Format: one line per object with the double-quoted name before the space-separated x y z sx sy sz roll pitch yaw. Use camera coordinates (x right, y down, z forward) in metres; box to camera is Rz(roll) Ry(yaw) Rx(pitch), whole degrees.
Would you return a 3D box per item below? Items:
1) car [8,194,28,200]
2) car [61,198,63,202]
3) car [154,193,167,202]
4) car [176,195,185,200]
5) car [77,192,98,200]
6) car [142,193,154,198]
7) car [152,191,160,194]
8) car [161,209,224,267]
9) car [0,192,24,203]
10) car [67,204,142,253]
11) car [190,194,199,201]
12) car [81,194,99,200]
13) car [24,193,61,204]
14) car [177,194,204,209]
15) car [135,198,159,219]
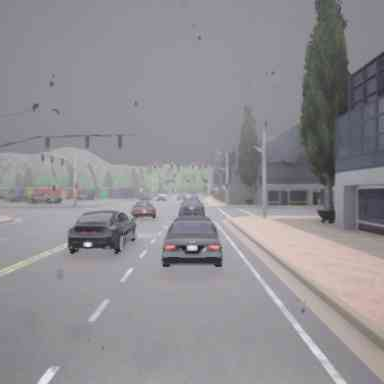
"car" -42.384 1.229 81.042 3.905 1.438 1.784 0 0 0
"car" -24.908 1.059 58.529 3.866 1.878 1.905 0 0 0
"car" -6.707 1.419 73.906 2.033 1.411 5.357 0 0 2
"car" -2.885 1.409 86.066 1.994 1.385 4.181 0 0 2
"car" -24.930 1.027 78.153 3.866 1.878 1.905 0 0 0
"car" -10.207 1.474 73.959 1.895 1.301 4.718 0 0 2
"car" -9.795 0.846 89.591 2.150 2.045 5.566 0 0 2
"car" 0.020 1.529 11.338 2.033 1.411 5.357 0 0 0
"car" -42.450 1.023 78.145 4.605 1.855 1.932 0 0 0
"car" -3.457 1.483 13.532 1.837 1.490 4.892 0 0 1
"car" 0.605 1.383 85.668 2.128 1.511 4.902 0 0 2
"car" -24.917 1.262 81.048 3.806 1.475 1.970 0 0 0
"car" -24.964 1.061 55.635 4.605 1.855 1.932 0 0 0
"car" -0.014 1.305 28.446 2.097 1.767 4.553 0 0 0
"car" -4.279 1.518 28.683 1.994 1.385 4.181 0 0 -13
